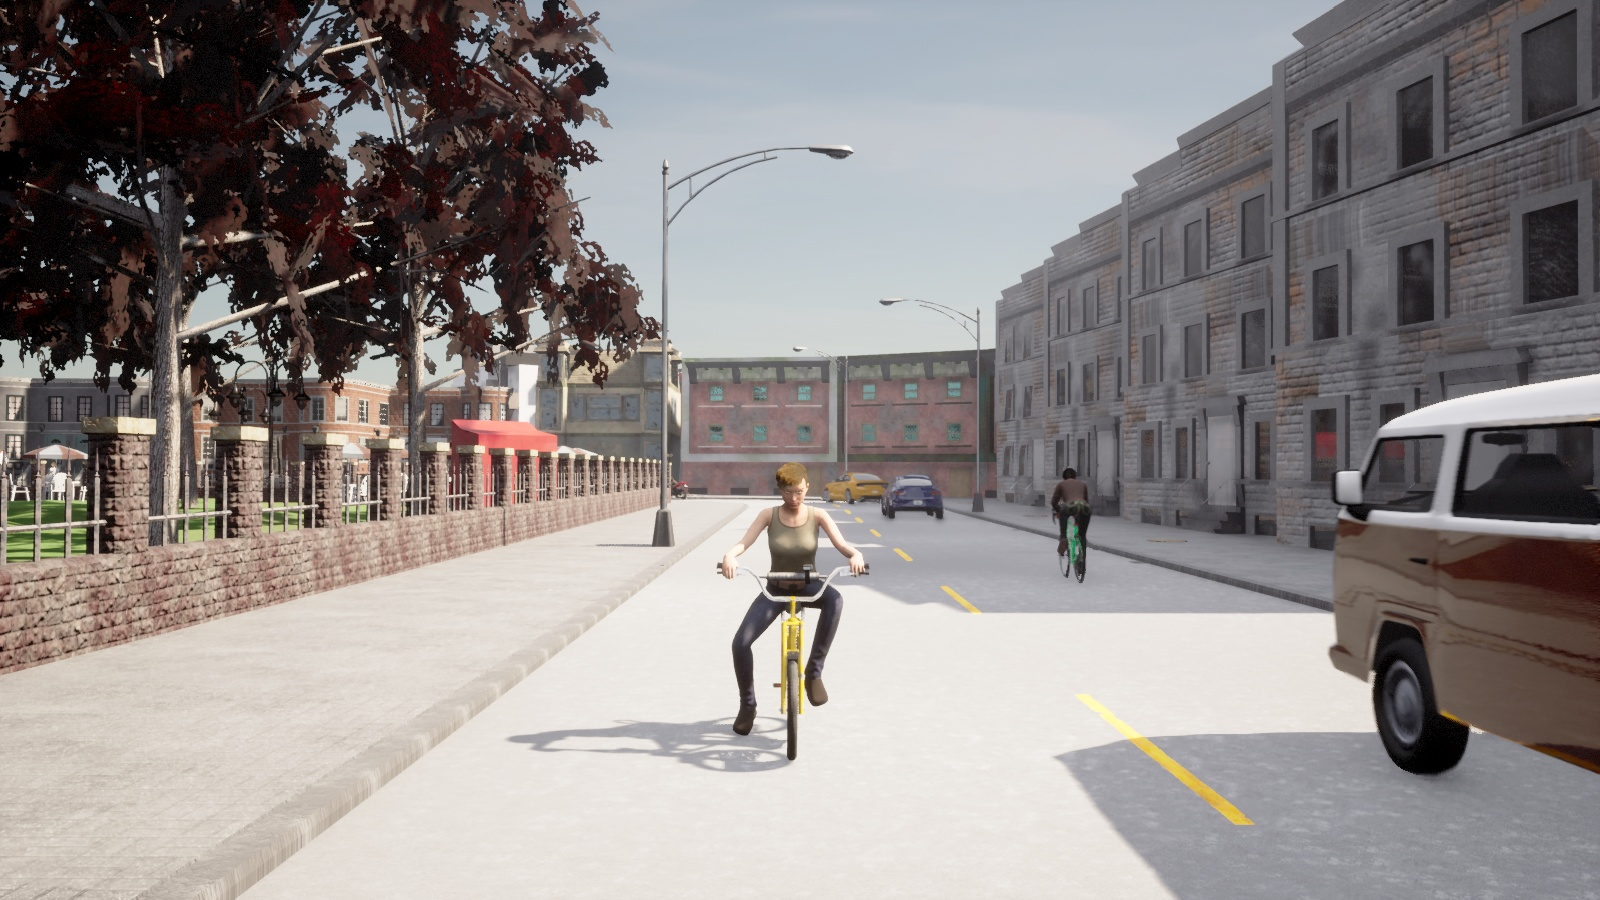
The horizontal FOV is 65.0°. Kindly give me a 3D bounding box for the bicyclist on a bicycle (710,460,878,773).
[{"bbox_3d":[-0.034,0.873,7.262,0.866,1.612,1.509,0,-1,0],"label":"bicyclist on a bicycle"}]

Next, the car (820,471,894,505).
[{"bbox_3d":[2.663,1.796,60.465,1.882,1.535,5.008,0,-1,-19],"label":"car"}]

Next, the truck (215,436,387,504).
[{"bbox_3d":[-26.305,1.051,66.468,7.936,3.462,2.891,0,-1,0],"label":"truck"}]

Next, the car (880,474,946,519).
[{"bbox_3d":[3.838,1.550,43.260,1.812,1.442,4.674,0,-1,0],"label":"car"}]

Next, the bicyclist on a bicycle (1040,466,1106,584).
[{"bbox_3d":[3.939,1.057,18.238,0.582,1.620,1.656,0,-1,0],"label":"bicyclist on a bicycle"}]

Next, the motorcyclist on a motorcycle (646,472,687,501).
[{"bbox_3d":[-7.048,1.939,66.454,2.044,1.523,0.797,0,0,6],"label":"motorcyclist on a motorcycle"}]

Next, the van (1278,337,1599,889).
[{"bbox_3d":[3.983,0.614,5.467,2.069,2.038,4.480,0,-1,0],"label":"van"}]
